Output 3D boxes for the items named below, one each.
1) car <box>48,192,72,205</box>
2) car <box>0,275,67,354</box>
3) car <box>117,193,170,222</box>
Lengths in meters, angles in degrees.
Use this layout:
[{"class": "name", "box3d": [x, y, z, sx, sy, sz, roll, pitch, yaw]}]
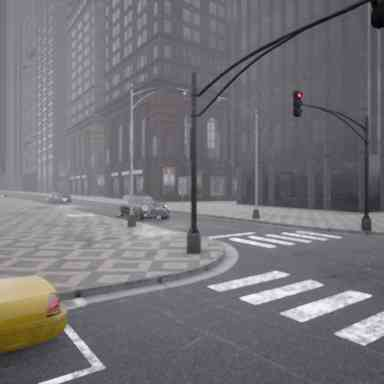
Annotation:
[{"class": "car", "box3d": [-16.206, 0.720, 40.729, 2.128, 1.511, 4.902, 0, 1, -35]}, {"class": "car", "box3d": [-4.037, 1.526, 3.771, 4.829, 1.417, 1.752, 0, 0, -35]}, {"class": "car", "box3d": [-3.395, 0.975, 22.869, 2.097, 1.767, 4.553, 0, 1, -36]}]
